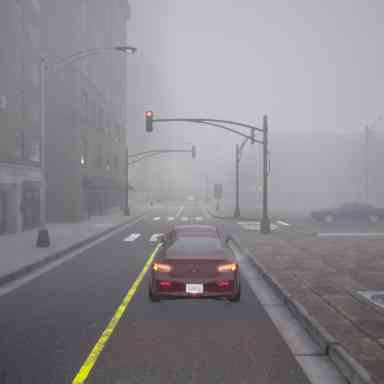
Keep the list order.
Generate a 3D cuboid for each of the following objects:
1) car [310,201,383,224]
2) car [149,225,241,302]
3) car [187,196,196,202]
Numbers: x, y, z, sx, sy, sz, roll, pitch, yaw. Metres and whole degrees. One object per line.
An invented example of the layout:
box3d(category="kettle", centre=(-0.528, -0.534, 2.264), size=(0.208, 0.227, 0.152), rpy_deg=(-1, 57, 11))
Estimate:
box3d(category="car", centre=(11.078, 1.432, 23.851), size=(5.008, 1.535, 1.882), rpy_deg=(0, 0, 0))
box3d(category="car", centre=(0.074, 1.526, 8.139), size=(1.812, 1.442, 4.674), rpy_deg=(0, 0, 1))
box3d(category="car", centre=(-0.150, 1.568, 76.115), size=(1.812, 1.442, 4.674), rpy_deg=(0, 0, 0))
